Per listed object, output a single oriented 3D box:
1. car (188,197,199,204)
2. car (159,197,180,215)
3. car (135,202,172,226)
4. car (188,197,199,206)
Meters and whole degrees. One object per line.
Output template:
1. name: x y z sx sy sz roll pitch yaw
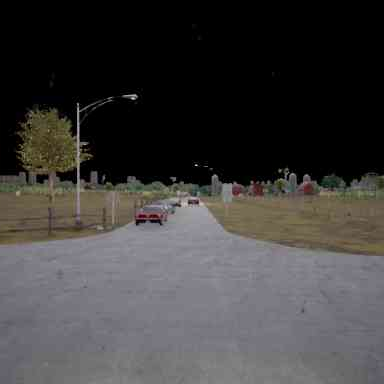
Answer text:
1. car: 0.297 1.629 65.851 1.994 1.385 4.181 0 0 0
2. car: -2.695 1.508 34.105 2.128 1.511 4.902 0 0 0
3. car: -2.775 1.612 23.645 1.895 1.301 4.718 0 0 2
4. car: 0.250 1.523 55.427 1.882 1.535 5.008 0 0 0
